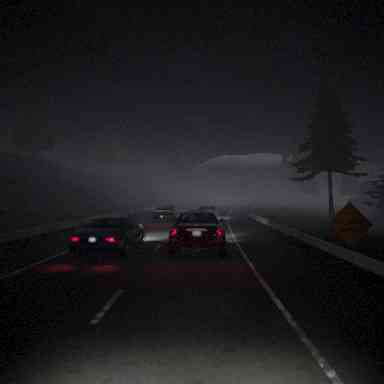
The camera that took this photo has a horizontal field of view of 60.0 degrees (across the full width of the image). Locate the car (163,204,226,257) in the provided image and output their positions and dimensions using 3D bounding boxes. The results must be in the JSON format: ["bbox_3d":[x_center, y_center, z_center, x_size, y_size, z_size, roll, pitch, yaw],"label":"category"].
[{"bbox_3d":[0.262,1.478,13.623,2.097,1.767,4.553,0,-1,3],"label":"car"}]

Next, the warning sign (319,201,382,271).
[{"bbox_3d":[4.493,1.207,9.514,1.300,1.860,1.060,0,-1,2],"label":"warning sign"}]

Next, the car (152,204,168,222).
[{"bbox_3d":[-2.166,1.761,28.844,2.128,1.511,4.902,0,0,6],"label":"car"}]

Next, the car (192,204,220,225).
[{"bbox_3d":[1.284,1.812,28.214,2.033,1.411,5.357,0,-1,6],"label":"car"}]

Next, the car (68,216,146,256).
[{"bbox_3d":[-3.242,1.675,13.679,2.033,1.411,5.357,0,-1,3],"label":"car"}]
